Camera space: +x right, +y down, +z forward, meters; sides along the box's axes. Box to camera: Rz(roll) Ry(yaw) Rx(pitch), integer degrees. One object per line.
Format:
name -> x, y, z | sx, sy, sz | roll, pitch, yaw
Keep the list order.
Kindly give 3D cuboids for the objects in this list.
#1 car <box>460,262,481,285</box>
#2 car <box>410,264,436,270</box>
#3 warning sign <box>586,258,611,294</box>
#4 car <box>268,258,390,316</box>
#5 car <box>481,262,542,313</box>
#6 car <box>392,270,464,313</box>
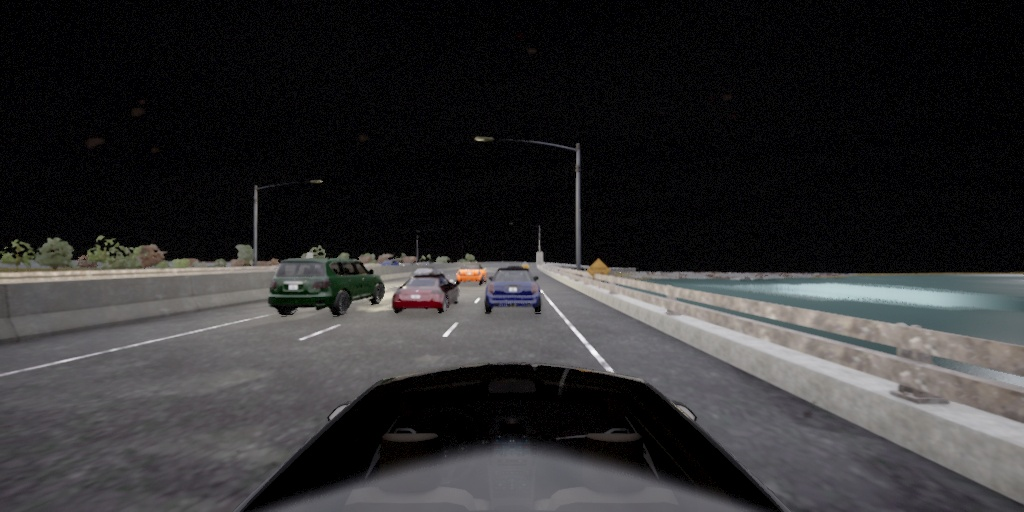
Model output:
car -> -3.264, 1.413, 29.863 | 2.097, 1.767, 4.553 | 0, -1, 1
car -> -6.790, 1.600, 29.018 | 2.033, 1.411, 5.357 | 0, -1, 1
warning sign -> 4.625, 1.053, 19.054 | 1.300, 1.860, 1.060 | 0, 0, 1
car -> -6.953, 1.109, 14.127 | 2.150, 2.045, 5.566 | 0, 0, 1
car -> 0.063, 1.243, 14.917 | 2.097, 1.767, 4.553 | 0, -1, 1
car -> -3.439, 1.457, 14.936 | 1.994, 1.385, 4.181 | 0, -1, 1
